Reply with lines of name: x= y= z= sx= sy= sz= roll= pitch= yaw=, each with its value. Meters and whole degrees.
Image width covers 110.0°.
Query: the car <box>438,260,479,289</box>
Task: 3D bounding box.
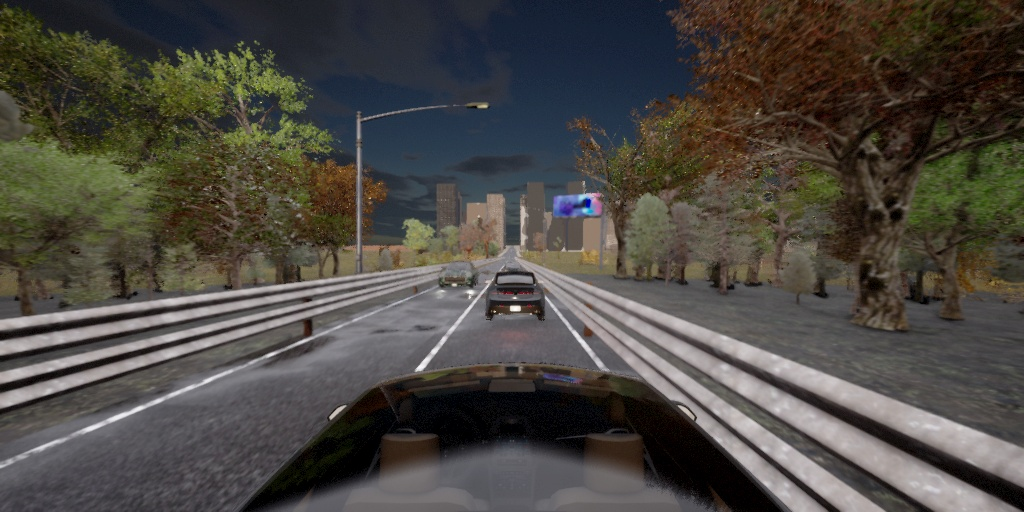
car: x=-3.350 y=1.100 z=23.210 sx=2.097 sy=1.767 sz=4.553 roll=0 pitch=0 yaw=0

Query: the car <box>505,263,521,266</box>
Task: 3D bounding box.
car: x=0.091 y=1.347 z=33.657 sx=1.895 sy=1.301 sz=4.718 roll=0 pitch=0 yaw=0

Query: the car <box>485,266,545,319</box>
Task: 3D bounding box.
car: x=0.100 y=1.254 z=12.670 sx=1.837 sy=1.490 sz=4.892 roll=0 pitch=0 yaw=0
